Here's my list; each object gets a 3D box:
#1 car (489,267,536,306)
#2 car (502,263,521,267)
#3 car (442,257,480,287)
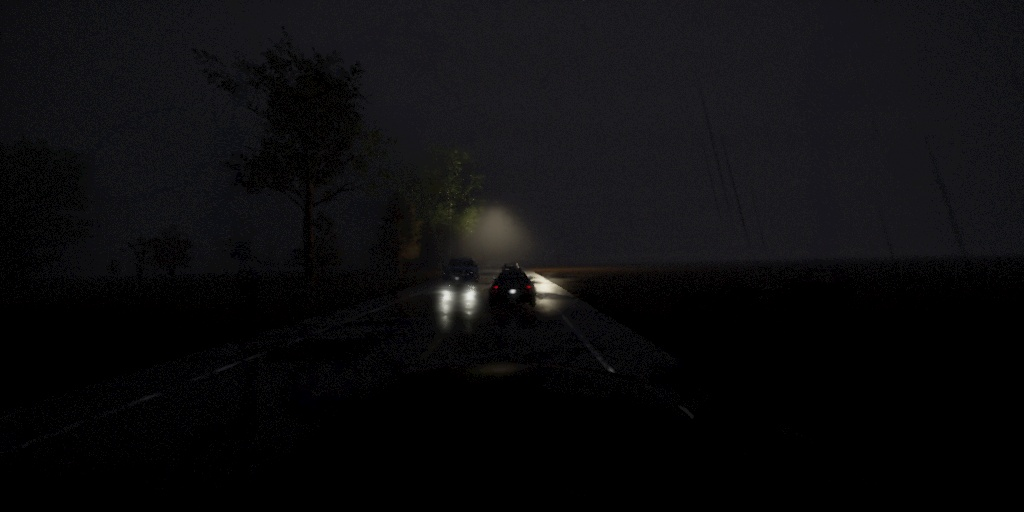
[{"bbox_3d":[0.029,1.375,16.168,1.994,1.385,4.181,0,0,0],"label":"car"},{"bbox_3d":[-0.074,1.385,34.269,2.128,1.511,4.902,0,0,0],"label":"car"},{"bbox_3d":[-3.601,1.105,26.054,2.150,2.045,5.566,0,0,0],"label":"car"}]
